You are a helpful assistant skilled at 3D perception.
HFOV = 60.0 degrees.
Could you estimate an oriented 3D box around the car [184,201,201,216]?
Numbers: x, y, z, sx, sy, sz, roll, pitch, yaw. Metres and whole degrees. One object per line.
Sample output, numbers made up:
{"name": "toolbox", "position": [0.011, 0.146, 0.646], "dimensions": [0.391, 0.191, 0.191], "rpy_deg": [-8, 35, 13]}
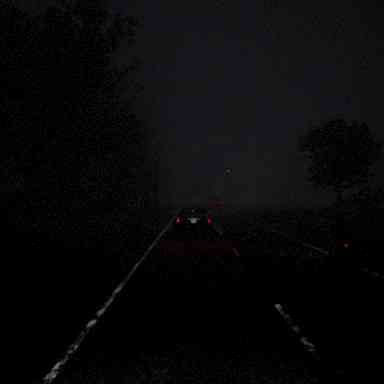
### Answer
{"name": "car", "position": [0.062, 1.889, 38.993], "dimensions": [1.837, 1.490, 4.892], "rpy_deg": [0, -1, 0]}

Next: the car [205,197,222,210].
{"name": "car", "position": [3.547, 1.749, 53.457], "dimensions": [2.150, 2.045, 5.566], "rpy_deg": [0, -1, 0]}

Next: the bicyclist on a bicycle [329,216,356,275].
{"name": "bicyclist on a bicycle", "position": [4.457, 1.551, 9.892], "dimensions": [0.582, 1.620, 1.656], "rpy_deg": [0, -1, 0]}

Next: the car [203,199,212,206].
{"name": "car", "position": [3.431, 2.251, 73.461], "dimensions": [1.812, 1.442, 4.674], "rpy_deg": [0, -1, 0]}

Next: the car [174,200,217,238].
{"name": "car", "position": [0.081, 1.540, 19.089], "dimensions": [2.097, 1.767, 4.553], "rpy_deg": [0, -1, 0]}
